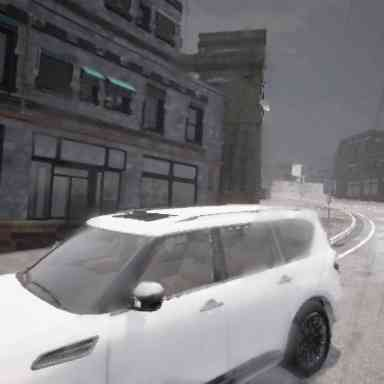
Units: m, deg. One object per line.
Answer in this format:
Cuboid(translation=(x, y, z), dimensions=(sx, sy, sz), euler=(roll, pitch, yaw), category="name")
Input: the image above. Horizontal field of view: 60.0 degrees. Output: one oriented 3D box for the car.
Cuboid(translation=(-0.390, 1.235, 3.874), dimensions=(5.566, 2.045, 2.150), euler=(0, 0, -39), category="car")
